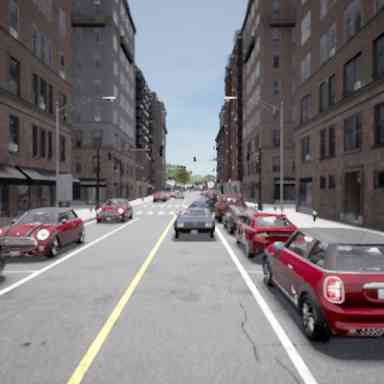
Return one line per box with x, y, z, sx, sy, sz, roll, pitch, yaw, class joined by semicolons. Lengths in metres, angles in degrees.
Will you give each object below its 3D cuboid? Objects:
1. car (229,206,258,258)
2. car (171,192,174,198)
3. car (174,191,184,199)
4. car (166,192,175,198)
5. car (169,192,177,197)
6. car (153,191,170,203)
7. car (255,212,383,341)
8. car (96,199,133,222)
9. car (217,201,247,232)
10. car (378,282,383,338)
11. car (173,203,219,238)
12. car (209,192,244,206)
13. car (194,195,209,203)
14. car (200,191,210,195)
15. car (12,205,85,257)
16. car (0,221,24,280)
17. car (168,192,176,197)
2.644;1.430;12.096;1.887;1.381;4.507;0;1;0;car
-5.376;0.919;67.029;2.008;1.369;4.403;0;1;0;car
-2.709;0.676;72.039;2.097;1.767;4.553;0;1;0;car
-5.359;0.756;83.540;1.887;1.381;4.507;0;1;0;car
-5.349;0.658;94.546;2.008;1.369;4.403;0;1;0;car
-5.386;0.787;56.020;2.192;1.841;5.009;0;1;0;car
2.641;1.379;6.413;1.967;1.590;4.097;0;1;0;car
-5.374;1.219;23.463;1.967;1.590;4.097;0;1;0;car
2.648;1.383;17.778;2.008;1.369;4.403;0;1;0;car
2.638;1.536;0.732;1.887;1.381;4.507;0;1;0;car
0.110;1.443;16.723;1.895;1.301;4.718;0;1;0;car
2.651;1.094;23.458;2.192;1.841;5.009;0;1;0;car
1.421;1.258;32.089;1.994;1.385;4.181;0;1;24;car
2.730;0.839;50.513;2.192;1.841;5.009;0;1;0;car
-5.381;1.326;12.099;1.967;1.590;4.097;0;1;0;car
-5.384;1.505;6.419;1.947;1.339;4.313;0;1;0;car
-5.354;0.704;89.043;1.887;1.381;4.507;0;1;0;car
